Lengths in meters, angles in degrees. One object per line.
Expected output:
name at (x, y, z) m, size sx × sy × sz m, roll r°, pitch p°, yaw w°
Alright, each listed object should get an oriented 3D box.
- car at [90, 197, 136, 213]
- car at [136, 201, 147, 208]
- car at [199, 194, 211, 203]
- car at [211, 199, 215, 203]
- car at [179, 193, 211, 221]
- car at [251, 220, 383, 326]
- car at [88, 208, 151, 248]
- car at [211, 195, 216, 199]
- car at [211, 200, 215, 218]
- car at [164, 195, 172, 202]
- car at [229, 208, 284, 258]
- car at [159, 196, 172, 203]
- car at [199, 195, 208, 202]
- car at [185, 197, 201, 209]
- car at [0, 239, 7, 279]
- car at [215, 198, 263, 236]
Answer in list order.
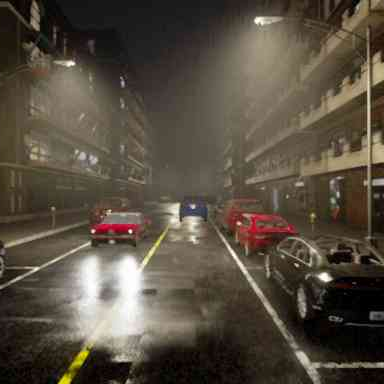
car at (-5.680, 1.312, 23.706) m, size 2.192 × 1.841 × 5.009 m, roll 1°, pitch 0°, yaw 0°
car at (-5.686, 1.579, 34.843) m, size 1.802 × 1.307 × 4.206 m, roll 1°, pitch 0°, yaw 0°
car at (2.693, 1.314, 68.218) m, size 2.192 × 1.841 × 5.009 m, roll 1°, pitch 0°, yaw 0°
car at (2.696, 1.563, 29.243) m, size 1.947 × 1.339 × 4.313 m, roll 1°, pitch 0°, yaw 0°
car at (0.095, 1.217, 26.937) m, size 2.150 × 2.045 × 5.566 m, roll 0°, pitch 0°, yaw 0°
car at (2.699, 1.550, 6.971) m, size 2.008 × 1.369 × 4.403 m, roll 1°, pitch 0°, yaw 0°
car at (-3.059, 1.599, 14.897) m, size 1.895 × 1.301 × 4.718 m, roll 0°, pitch 0°, yaw 0°
car at (2.695, 1.312, 51.515) m, size 2.192 × 1.841 × 5.009 m, roll 1°, pitch 0°, yaw 0°
car at (2.697, 1.548, 23.675) m, size 2.008 × 1.369 × 4.403 m, roll 1°, pitch 0°, yaw 0°
car at (-5.691, 1.527, 79.217) m, size 1.752 × 1.417 × 4.829 m, roll 1°, pitch 0°, yaw 0°
car at (2.698, 1.543, 12.538) m, size 1.887 × 1.381 × 4.507 m, roll 1°, pitch 0°, yaw 0°
car at (-5.690, 1.550, 68.250) m, size 2.008 × 1.369 × 4.403 m, roll 1°, pitch 0°, yaw 0°
car at (2.689, 1.442, 79.354) m, size 1.967 × 1.590 × 4.097 m, roll 1°, pitch 0°, yaw 0°
car at (0.093, 1.488, 45.863) m, size 2.128 × 1.511 × 4.902 m, roll 0°, pitch 0°, yaw 0°
car at (-5.681, 1.565, 7.004) m, size 1.947 × 1.339 × 4.313 m, roll 1°, pitch 0°, yaw 0°
car at (2.700, 1.312, 18.106) m, size 2.192 × 1.841 × 5.009 m, roll 1°, pitch 0°, yaw 0°
